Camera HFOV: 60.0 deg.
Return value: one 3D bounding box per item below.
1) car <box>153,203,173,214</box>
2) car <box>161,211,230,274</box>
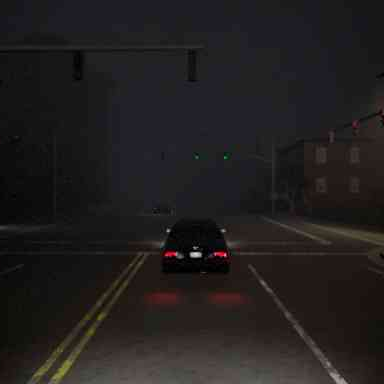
[{"bbox_3d":[-3.579,2.046,40.695,1.812,1.442,4.674,0,-4,0],"label":"car"},{"bbox_3d":[0.123,1.559,10.495,2.033,1.411,5.357,0,0,1],"label":"car"}]
